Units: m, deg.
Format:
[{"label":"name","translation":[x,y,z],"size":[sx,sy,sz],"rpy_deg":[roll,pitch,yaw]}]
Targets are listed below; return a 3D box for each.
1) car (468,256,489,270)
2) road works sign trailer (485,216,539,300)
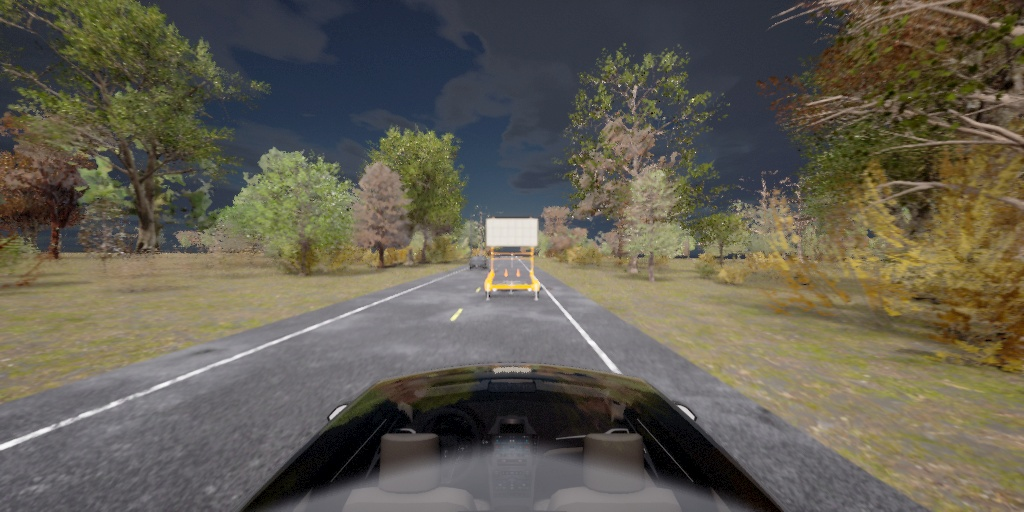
[{"label":"car","translation":[-3.580,0.742,39.022],"size":[1.837,1.490,4.892],"rpy_deg":[0,1,0]},{"label":"road works sign trailer","translation":[0.006,0.007,16.210],"size":[2.380,3.560,2.880],"rpy_deg":[0,0,0]}]
